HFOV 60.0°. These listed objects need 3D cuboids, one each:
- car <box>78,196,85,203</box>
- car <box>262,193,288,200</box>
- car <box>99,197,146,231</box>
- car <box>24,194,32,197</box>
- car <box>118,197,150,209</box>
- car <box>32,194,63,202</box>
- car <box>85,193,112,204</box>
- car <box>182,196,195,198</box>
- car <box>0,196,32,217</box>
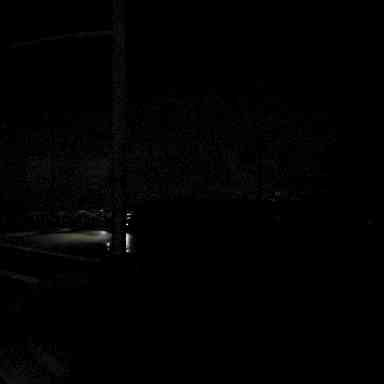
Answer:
[{"bbox_3d":[-18.573,1.077,60.400,1.905,1.878,3.866,0,0,35],"label":"car"},{"bbox_3d":[9.749,1.215,39.102,2.150,2.045,5.566,0,1,36],"label":"car"},{"bbox_3d":[-3.132,1.352,20.613,2.097,1.767,4.553,0,0,35],"label":"car"},{"bbox_3d":[-34.445,1.232,71.230,1.970,1.475,3.806,0,0,35],"label":"car"},{"bbox_3d":[-7.589,1.384,43.878,1.970,1.475,3.806,0,0,35],"label":"car"},{"bbox_3d":[-29.019,1.154,67.788,2.152,1.636,5.027,0,0,35],"label":"car"},{"bbox_3d":[-15.963,1.097,59.059,1.932,1.855,4.605,0,0,35],"label":"car"},{"bbox_3d":[-0.870,1.374,48.215,1.845,1.501,3.633,0,0,35],"label":"car"},{"bbox_3d":[-15.897,1.340,26.955,2.007,1.523,4.514,0,0,35],"label":"car"}]
